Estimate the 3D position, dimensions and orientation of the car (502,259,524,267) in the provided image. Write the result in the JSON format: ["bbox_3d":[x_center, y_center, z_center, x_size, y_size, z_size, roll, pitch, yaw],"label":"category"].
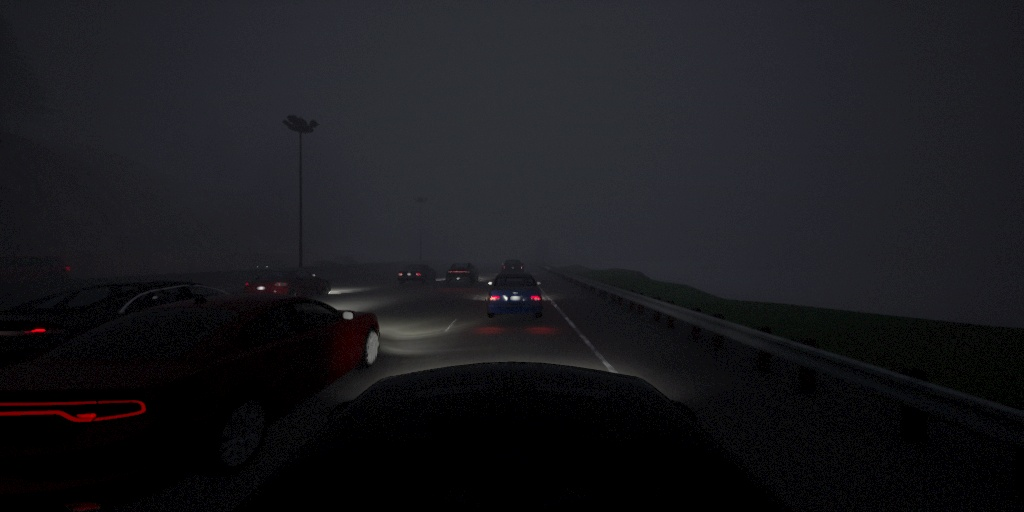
[{"bbox_3d":[0.085,1.085,34.188,2.097,1.767,4.553,0,0,0],"label":"car"}]

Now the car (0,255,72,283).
[{"bbox_3d":[-28.106,0.972,19.596,2.150,2.045,5.566,0,0,0],"label":"car"}]

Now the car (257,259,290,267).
[{"bbox_3d":[-31.559,1.235,47.535,1.837,1.490,4.892,0,1,1],"label":"car"}]

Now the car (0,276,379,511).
[{"bbox_3d":[-3.415,1.227,4.762,1.882,1.535,5.008,0,0,0],"label":"car"}]

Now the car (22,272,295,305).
[{"bbox_3d":[-6.911,1.240,7.093,2.128,1.511,4.902,0,0,0],"label":"car"}]

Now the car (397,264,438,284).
[{"bbox_3d":[-6.910,1.286,26.598,2.033,1.411,5.357,0,0,0],"label":"car"}]

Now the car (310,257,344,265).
[{"bbox_3d":[-21.105,1.213,39.878,1.882,1.535,5.008,0,0,0],"label":"car"}]

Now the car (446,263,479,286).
[{"bbox_3d":[-3.411,1.230,25.169,2.128,1.511,4.902,0,0,0],"label":"car"}]

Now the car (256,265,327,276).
[{"bbox_3d":[-10.408,1.309,16.883,1.994,1.385,4.181,0,0,0],"label":"car"}]

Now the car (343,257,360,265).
[{"bbox_3d":[-24.574,1.276,53.822,2.033,1.411,5.357,0,0,1],"label":"car"}]

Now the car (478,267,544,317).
[{"bbox_3d":[0.095,1.291,13.095,2.033,1.411,5.357,0,0,0],"label":"car"}]
